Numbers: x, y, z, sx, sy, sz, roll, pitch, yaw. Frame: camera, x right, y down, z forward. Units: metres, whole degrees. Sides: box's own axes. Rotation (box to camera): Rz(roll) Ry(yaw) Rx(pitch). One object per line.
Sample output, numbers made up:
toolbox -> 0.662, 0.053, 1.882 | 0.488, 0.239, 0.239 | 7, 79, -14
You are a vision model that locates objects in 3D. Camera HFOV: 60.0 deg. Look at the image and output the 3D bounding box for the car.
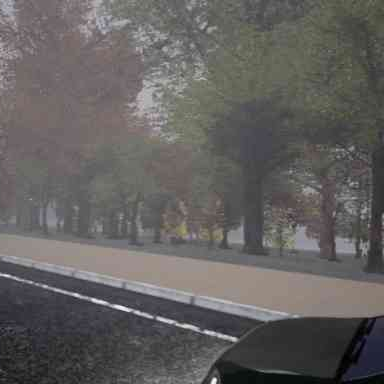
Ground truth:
car -> 2.048, 1.560, 2.226 | 4.181, 1.385, 1.994 | -1, 0, 36
